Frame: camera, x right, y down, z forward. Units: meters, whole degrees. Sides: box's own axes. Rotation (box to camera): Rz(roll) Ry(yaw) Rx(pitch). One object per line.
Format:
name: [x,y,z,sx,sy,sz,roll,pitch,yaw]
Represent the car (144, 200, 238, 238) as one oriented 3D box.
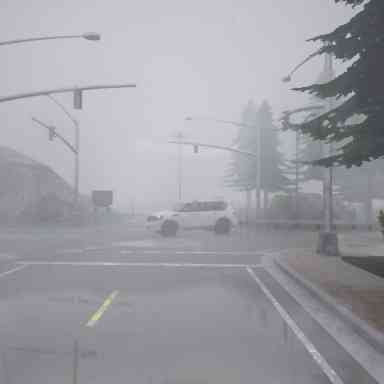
car: [0.009,1.489,19.755,5.566,2.045,2.150,0,-2,-22]
